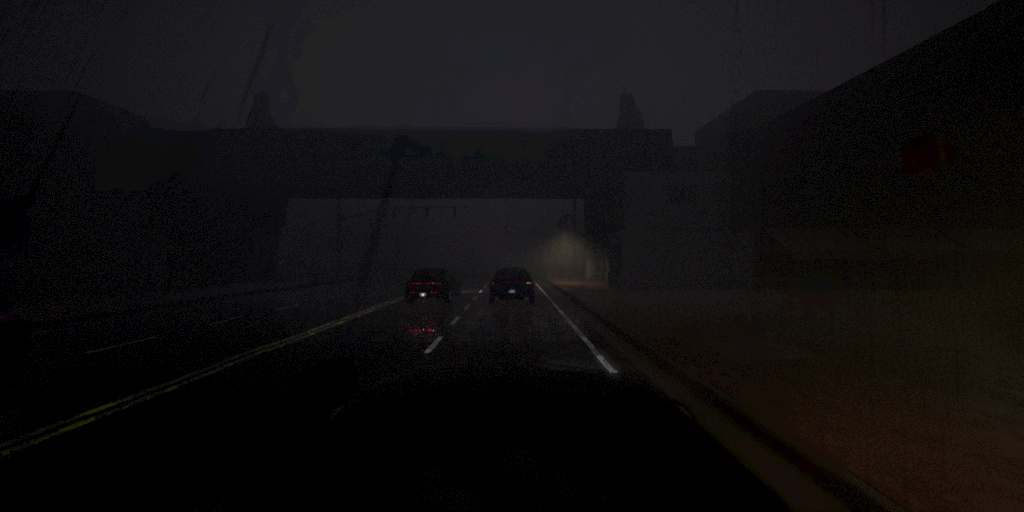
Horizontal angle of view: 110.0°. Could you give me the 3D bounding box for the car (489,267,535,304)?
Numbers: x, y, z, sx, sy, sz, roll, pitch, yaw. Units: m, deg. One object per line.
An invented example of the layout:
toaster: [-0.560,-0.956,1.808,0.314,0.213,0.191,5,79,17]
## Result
car: [0.000,1.233,16.500,1.882,1.535,5.008,0,0,0]

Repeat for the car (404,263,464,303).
car: [-3.500,1.264,16.500,1.837,1.490,4.892,0,0,0]
